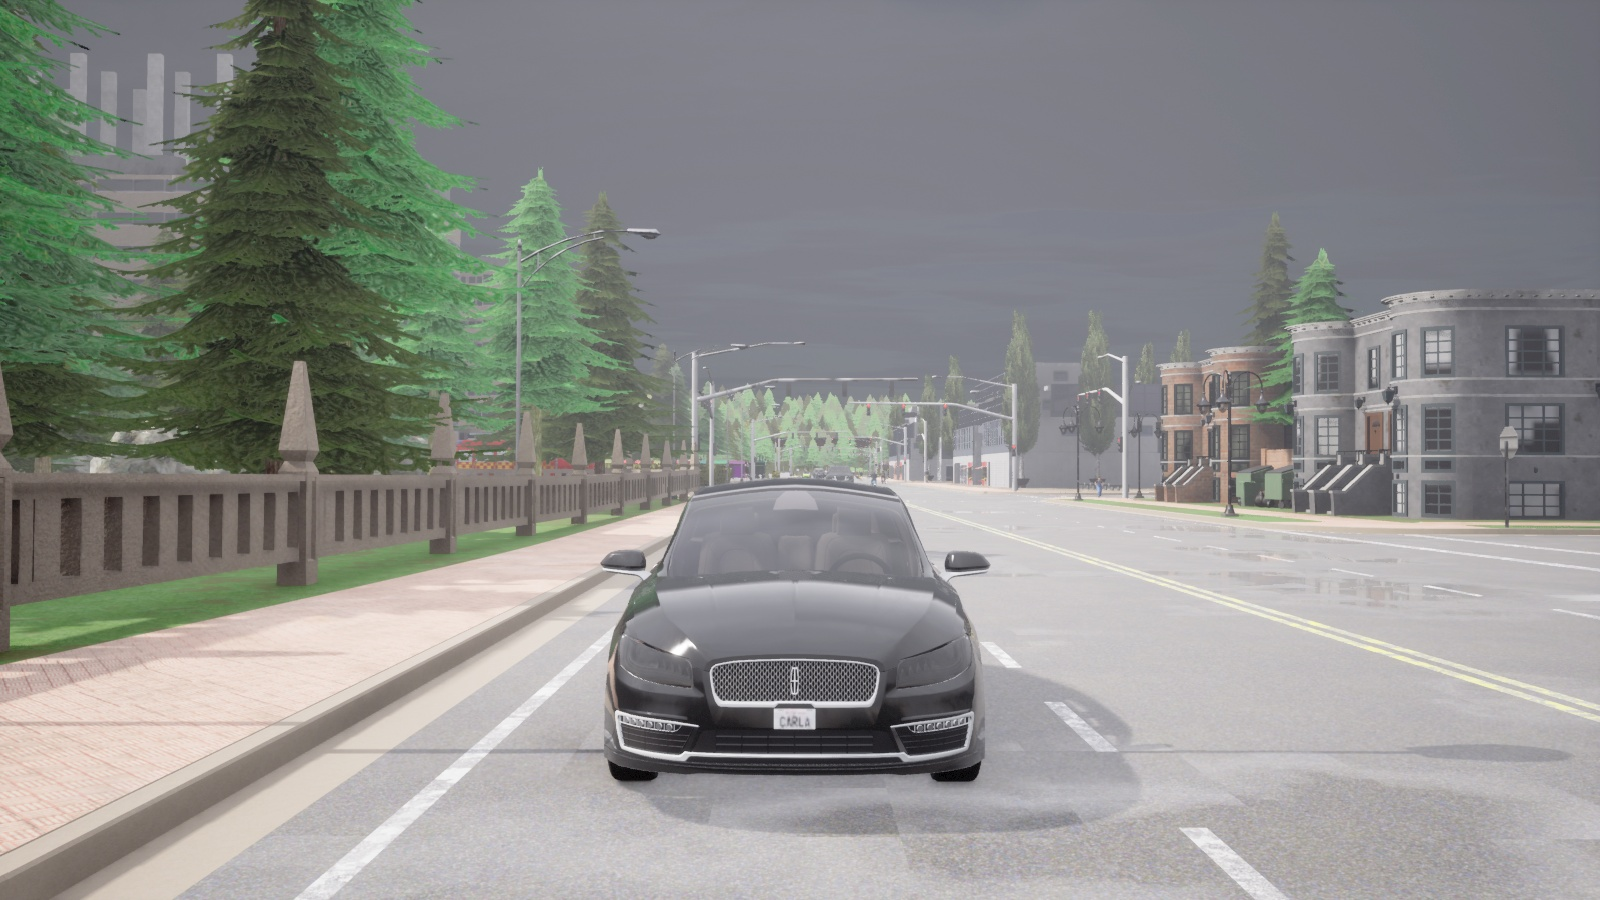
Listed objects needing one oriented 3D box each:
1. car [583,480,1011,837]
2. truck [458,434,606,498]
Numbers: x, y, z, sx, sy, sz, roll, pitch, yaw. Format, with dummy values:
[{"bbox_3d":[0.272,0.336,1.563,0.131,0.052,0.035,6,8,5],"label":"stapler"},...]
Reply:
[{"bbox_3d":[-0.021,0.951,7.847,1.837,1.490,4.892,0,-1,0],"label":"car"},{"bbox_3d":[-16.340,1.006,77.079,8.468,3.827,2.891,0,-1,0],"label":"truck"}]
